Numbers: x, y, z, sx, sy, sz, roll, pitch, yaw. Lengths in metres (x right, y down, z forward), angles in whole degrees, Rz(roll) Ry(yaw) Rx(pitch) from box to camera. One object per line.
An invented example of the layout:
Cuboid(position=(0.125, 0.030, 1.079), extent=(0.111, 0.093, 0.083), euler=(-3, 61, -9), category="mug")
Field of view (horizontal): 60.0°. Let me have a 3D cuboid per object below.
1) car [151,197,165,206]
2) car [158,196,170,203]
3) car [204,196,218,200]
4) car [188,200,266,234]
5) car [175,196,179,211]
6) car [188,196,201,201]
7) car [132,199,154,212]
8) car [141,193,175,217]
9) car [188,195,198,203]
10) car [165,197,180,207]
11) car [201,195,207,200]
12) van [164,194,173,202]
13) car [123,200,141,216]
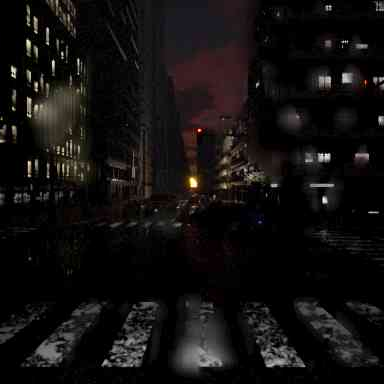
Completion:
Cuboid(position=(-5.598, 1.530, 55.602), extent=(1.887, 1.381, 4.507), euler=(-1, 0, 0), category="car")
Cuboid(position=(-5.576, 1.528, 66.911), extent=(1.887, 1.381, 4.507), euler=(-1, 0, 0), category="car")
Cuboid(position=(2.749, 1.540, 38.623), extent=(2.008, 1.369, 4.403), euler=(-1, 0, 0), category="car")
Cuboid(position=(1.954, 1.468, 19.540), extent=(1.882, 1.535, 5.008), euler=(-2, 1, -44), category="car")
Cuboid(position=(-3.016, 1.210, 41.594), extent=(2.150, 2.045, 5.566), euler=(0, 0, 0), category="car")
Cuboid(position=(0.215, 1.462, 60.939), extent=(1.882, 1.535, 5.008), euler=(0, 0, 0), category="car")
Cuboid(position=(-5.631, 1.555, 38.639), extent=(1.947, 1.339, 4.313), euler=(-1, 0, 0), category="car")
Cuboid(position=(-3.045, 1.212, 31.115), extent=(2.150, 2.045, 5.566), euler=(0, 0, 0), category="car")
Cuboid(position=(0.193, 1.488, 70.928), extent=(2.128, 1.511, 4.902), euler=(0, 0, 0), category="car")
Cuboid(position=(-2.990, 1.534, 52.138), extent=(2.033, 1.411, 5.357), euler=(0, 0, 0), category="car")
Cuboid(position=(2.813, 1.422, 72.551), extent=(1.967, 1.590, 4.097), euler=(-1, 0, 0), category="car")
Cuboid(position=(-5.558, 1.322, 78.221), extent=(1.690, 1.788, 3.998), euler=(-1, 0, 0), category="van")
Cuboid(position=(-5.642, 1.516, 32.814), extent=(1.752, 1.417, 4.829), euler=(-1, 0, 0), category="car")
